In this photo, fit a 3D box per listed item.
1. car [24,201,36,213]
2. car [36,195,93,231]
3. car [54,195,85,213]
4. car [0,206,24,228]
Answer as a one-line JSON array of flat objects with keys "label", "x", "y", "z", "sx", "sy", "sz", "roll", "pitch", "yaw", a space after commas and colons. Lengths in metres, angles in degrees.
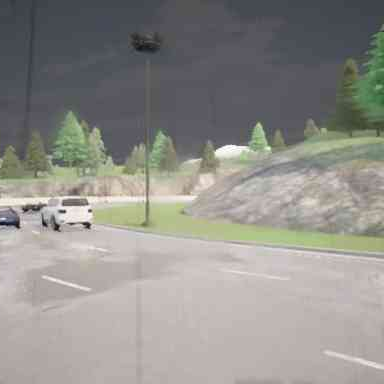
[{"label": "car", "x": -18.147, "y": 1.737, "z": 39.081, "sx": 1.895, "sy": 1.301, "sz": 4.718, "roll": 0, "pitch": 0, "yaw": -6}, {"label": "car", "x": -8.164, "y": 1.290, "z": 21.441, "sx": 2.150, "sy": 2.045, "sz": 5.566, "roll": 0, "pitch": 0, "yaw": -35}, {"label": "car", "x": -14.791, "y": 1.349, "z": 40.479, "sx": 2.150, "sy": 2.045, "sz": 5.566, "roll": 0, "pitch": 0, "yaw": -5}, {"label": "car", "x": -12.684, "y": 1.648, "z": 22.253, "sx": 1.994, "sy": 1.385, "sz": 4.181, "roll": 0, "pitch": 0, "yaw": -31}]
